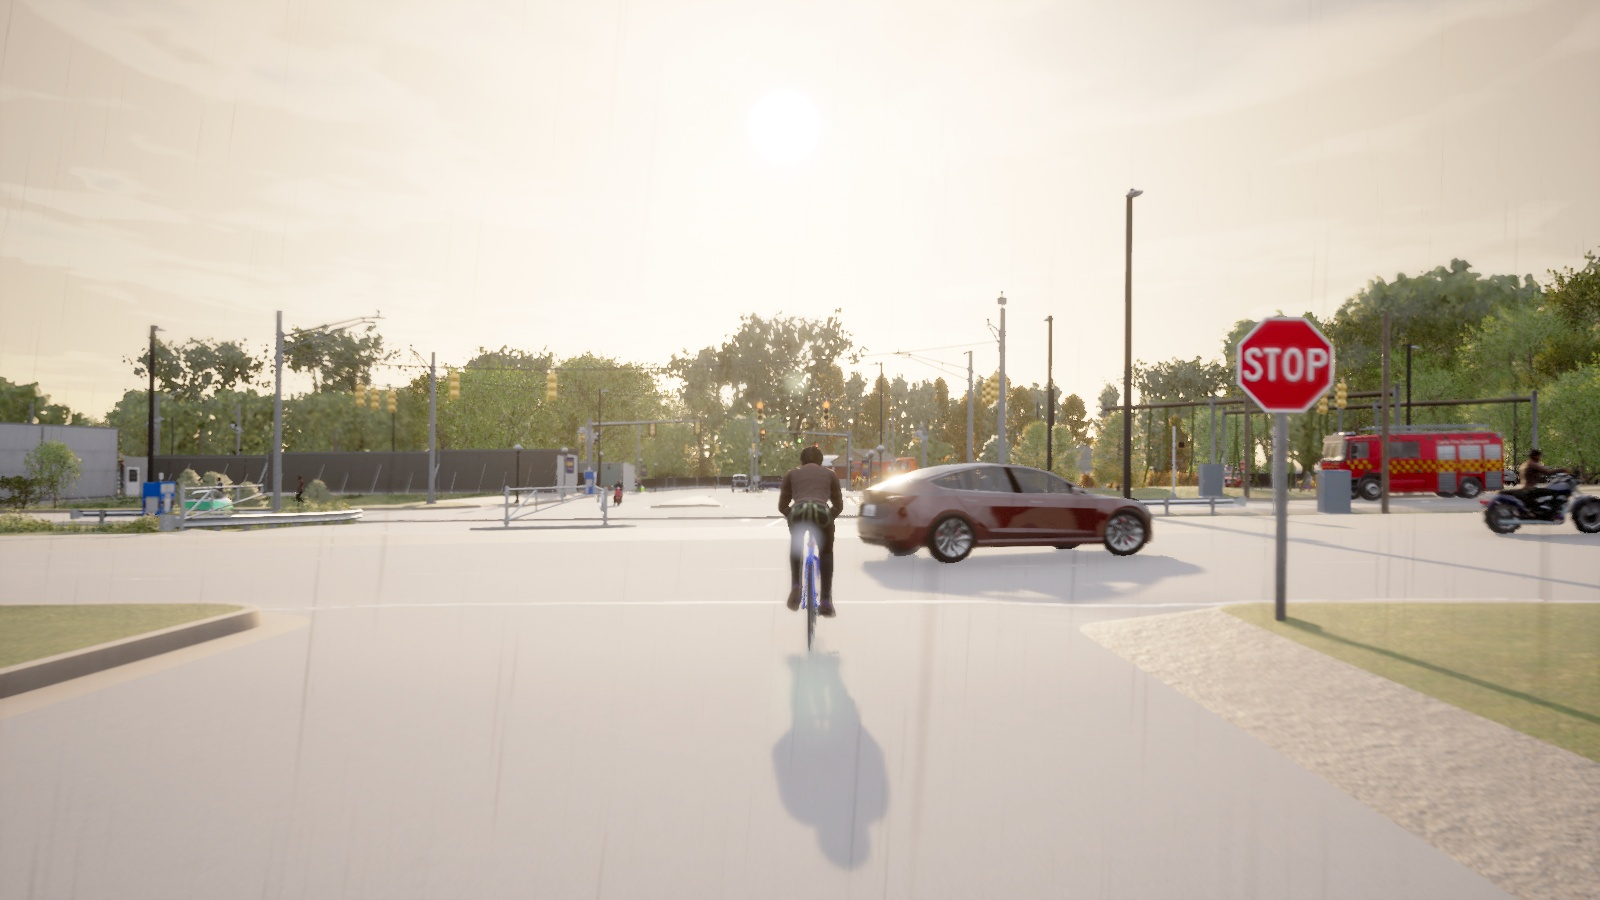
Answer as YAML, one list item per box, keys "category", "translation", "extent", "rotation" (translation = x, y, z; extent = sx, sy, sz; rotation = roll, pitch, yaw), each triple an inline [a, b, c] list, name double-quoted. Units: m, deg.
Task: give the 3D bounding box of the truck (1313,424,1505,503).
- category: "truck"
  translation: [31.461, 0.703, 65.094]
  extent: [8.468, 3.827, 2.891]
  rotation: [-1, -1, 0]

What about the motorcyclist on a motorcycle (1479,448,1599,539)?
- category: "motorcyclist on a motorcycle"
  translation: [14.071, 0.803, 23.428]
  extent: [2.350, 1.649, 0.766]
  rotation: [0, -1, 1]

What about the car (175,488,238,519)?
- category: "car"
  translation: [-27.607, 2.477, 58.466]
  extent: [2.207, 1.376, 1.481]
  rotation: [-1, -1, 1]

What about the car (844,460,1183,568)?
- category: "car"
  translation: [3.334, 0.936, 19.774]
  extent: [4.792, 1.488, 2.163]
  rotation: [0, -1, -19]

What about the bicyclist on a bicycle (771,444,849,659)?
- category: "bicyclist on a bicycle"
  translation: [0.102, 0.783, 10.351]
  extent: [0.582, 1.620, 1.656]
  rotation: [0, -1, 2]
